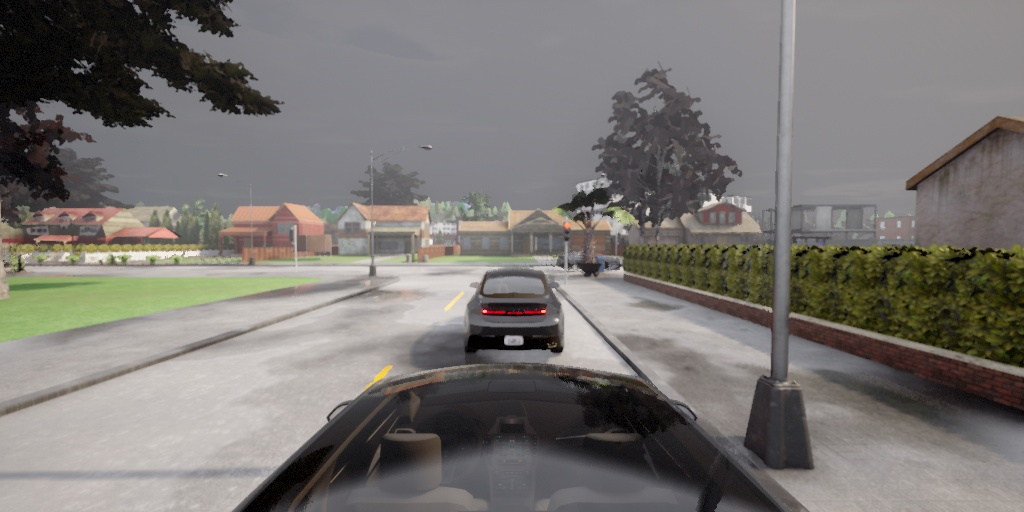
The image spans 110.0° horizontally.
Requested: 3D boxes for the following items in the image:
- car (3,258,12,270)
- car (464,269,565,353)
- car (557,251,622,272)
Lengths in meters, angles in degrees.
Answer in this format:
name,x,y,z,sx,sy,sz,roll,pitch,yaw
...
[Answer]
name,x,y,z,sx,sy,sz,roll,pitch,yaw
car,-40.743,0.393,26.786,4.892,1.490,1.837,0,2,0
car,0.052,1.032,8.171,1.837,1.490,4.892,0,2,1
car,5.787,0.384,26.710,4.902,1.511,2.128,0,1,-13
